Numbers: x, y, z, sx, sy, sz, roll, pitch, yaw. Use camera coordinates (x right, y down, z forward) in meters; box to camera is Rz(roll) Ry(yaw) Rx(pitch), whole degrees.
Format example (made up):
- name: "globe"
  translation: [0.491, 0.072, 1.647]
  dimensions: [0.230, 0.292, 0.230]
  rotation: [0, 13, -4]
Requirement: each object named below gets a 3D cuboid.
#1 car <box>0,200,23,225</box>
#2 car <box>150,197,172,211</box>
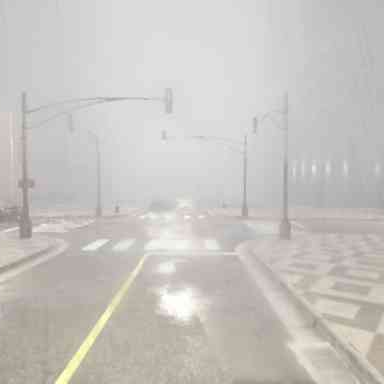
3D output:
- name: "car"
  translation: [-11.916, 1.175, 18.901]
  dimensions: [4.902, 1.511, 2.128]
  rotation: [0, 3, 14]
- name: "car"
  translation: [-3.010, 1.150, 32.674]
  dimensions: [1.895, 1.301, 4.718]
  rotation: [0, 1, 0]
